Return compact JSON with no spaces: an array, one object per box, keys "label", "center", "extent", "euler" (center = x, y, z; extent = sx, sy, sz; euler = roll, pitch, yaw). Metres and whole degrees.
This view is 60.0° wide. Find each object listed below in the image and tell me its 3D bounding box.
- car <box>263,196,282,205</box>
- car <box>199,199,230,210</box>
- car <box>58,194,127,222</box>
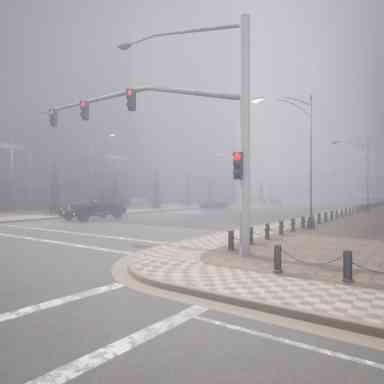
[{"label":"car","center":[13.593,1.483,55.960],"extent":[2.128,1.511,4.902],"euler":[0,0,36]},{"label":"car","center":[2.809,1.552,41.213],"extent":[1.895,1.301,4.718],"euler":[0,0,36]},{"label":"car","center":[-7.768,1.173,26.594],"extent":[2.150,2.045,5.566],"euler":[0,0,36]}]
